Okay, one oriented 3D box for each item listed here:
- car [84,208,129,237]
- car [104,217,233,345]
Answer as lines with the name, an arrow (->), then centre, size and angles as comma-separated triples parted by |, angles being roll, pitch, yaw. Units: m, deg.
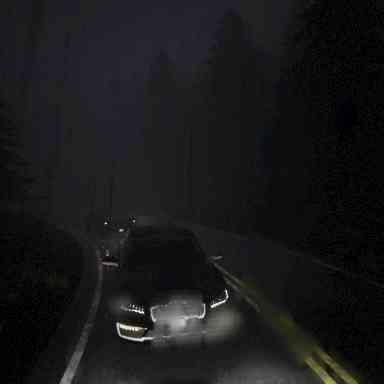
car -> -4.619, 1.609, 18.511 | 1.895, 1.301, 4.718 | -3, 1, -29
car -> -0.641, 1.494, 6.775 | 1.837, 1.490, 4.892 | -1, 0, -11
